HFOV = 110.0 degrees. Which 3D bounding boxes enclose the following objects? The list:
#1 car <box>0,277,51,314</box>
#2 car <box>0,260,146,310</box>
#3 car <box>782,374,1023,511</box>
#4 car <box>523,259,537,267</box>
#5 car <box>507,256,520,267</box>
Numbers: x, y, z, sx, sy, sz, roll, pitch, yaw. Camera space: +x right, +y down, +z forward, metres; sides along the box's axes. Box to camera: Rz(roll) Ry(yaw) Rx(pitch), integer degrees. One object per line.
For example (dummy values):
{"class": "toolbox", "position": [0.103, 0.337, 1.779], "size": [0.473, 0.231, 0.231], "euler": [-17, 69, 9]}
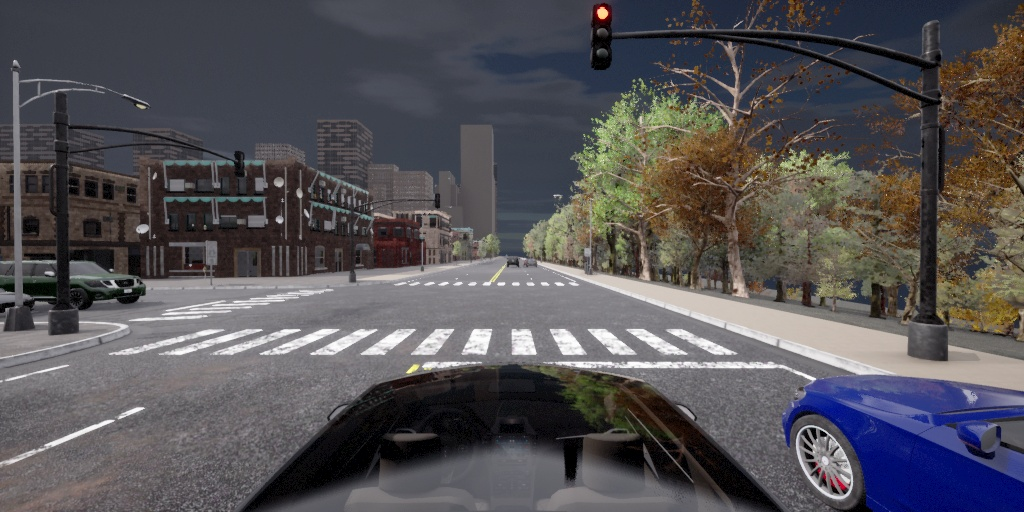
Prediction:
{"class": "car", "position": [-19.927, 1.565, 12.764], "size": [4.313, 1.339, 1.948], "euler": [0, 0, 0]}
{"class": "car", "position": [-19.312, 1.186, 15.465], "size": [5.566, 2.045, 2.150], "euler": [-1, 1, 0]}
{"class": "car", "position": [3.346, 1.276, 1.324], "size": [1.812, 1.442, 4.674], "euler": [0, 0, 2]}
{"class": "car", "position": [3.466, 1.218, 63.868], "size": [2.128, 1.511, 4.902], "euler": [0, 0, 0]}
{"class": "car", "position": [0.214, 0.948, 63.707], "size": [2.150, 2.045, 5.566], "euler": [0, 0, 1]}
